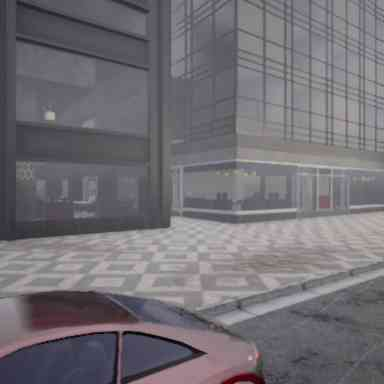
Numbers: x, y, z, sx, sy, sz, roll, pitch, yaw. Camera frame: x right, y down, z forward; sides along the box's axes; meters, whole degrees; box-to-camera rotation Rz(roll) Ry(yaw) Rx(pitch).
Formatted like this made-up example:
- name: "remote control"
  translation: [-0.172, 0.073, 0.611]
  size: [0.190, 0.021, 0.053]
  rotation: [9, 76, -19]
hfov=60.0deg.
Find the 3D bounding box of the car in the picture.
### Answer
- name: "car"
  translation: [-1.368, 1.563, 2.400]
  size: [4.181, 1.385, 1.994]
  rotation: [-1, 0, -36]
